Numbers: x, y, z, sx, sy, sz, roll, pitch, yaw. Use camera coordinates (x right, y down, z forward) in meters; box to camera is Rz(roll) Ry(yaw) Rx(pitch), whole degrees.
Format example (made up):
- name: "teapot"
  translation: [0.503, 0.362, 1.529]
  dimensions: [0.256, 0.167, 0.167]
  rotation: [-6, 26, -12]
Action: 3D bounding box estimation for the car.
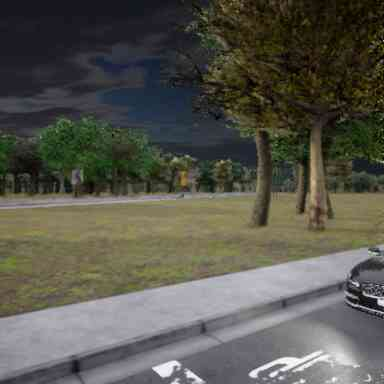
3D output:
- name: "car"
  translation: [5.030, 1.533, 6.739]
  dimensions: [4.892, 1.490, 1.837]
  rotation: [0, 0, -36]
